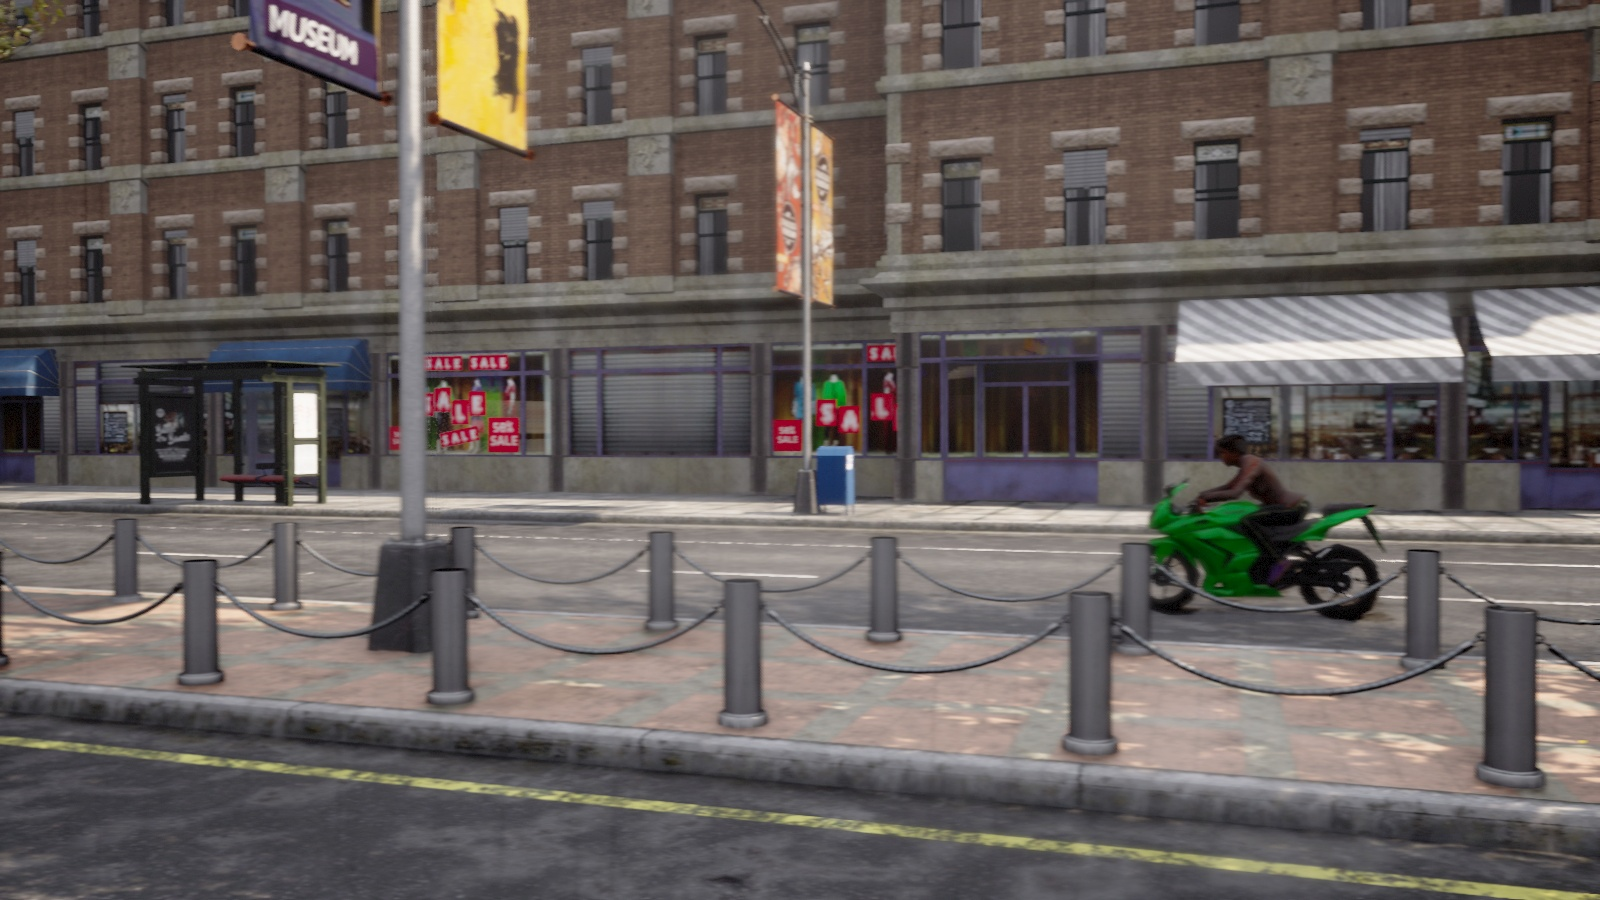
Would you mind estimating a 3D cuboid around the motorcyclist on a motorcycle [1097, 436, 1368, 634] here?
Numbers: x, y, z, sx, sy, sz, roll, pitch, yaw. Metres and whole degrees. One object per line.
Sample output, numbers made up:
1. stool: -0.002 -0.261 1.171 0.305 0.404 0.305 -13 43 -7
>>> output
1. motorcyclist on a motorcycle: 3.554 0.655 10.437 2.044 1.523 0.797 1 1 19
